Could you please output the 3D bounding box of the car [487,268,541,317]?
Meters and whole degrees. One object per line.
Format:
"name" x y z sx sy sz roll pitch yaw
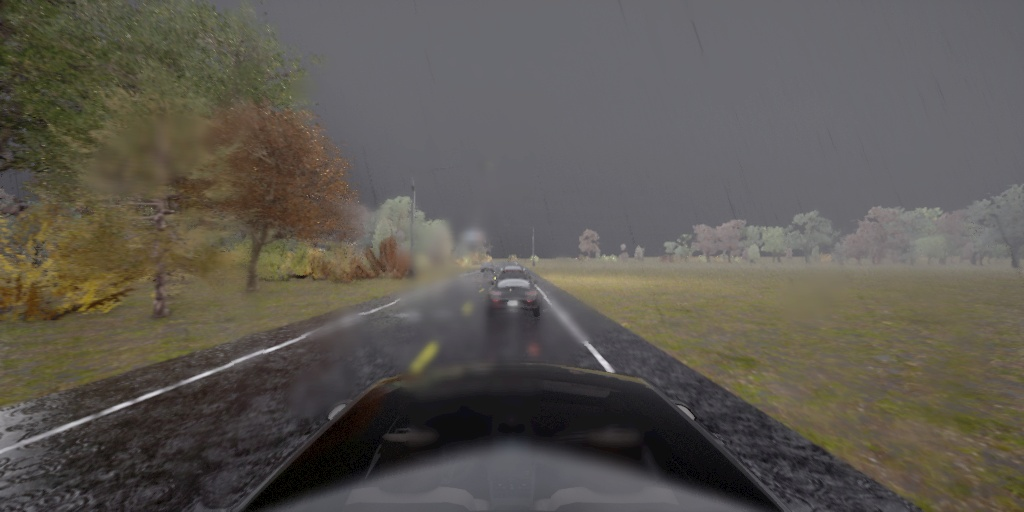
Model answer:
"car" 0.076 1.358 13.534 1.812 1.442 4.674 0 0 0

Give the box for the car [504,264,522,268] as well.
"car" 0.076 1.420 29.177 1.882 1.535 5.008 0 0 0

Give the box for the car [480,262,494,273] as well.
"car" -3.573 1.611 52.337 1.837 1.490 4.892 0 -1 0
